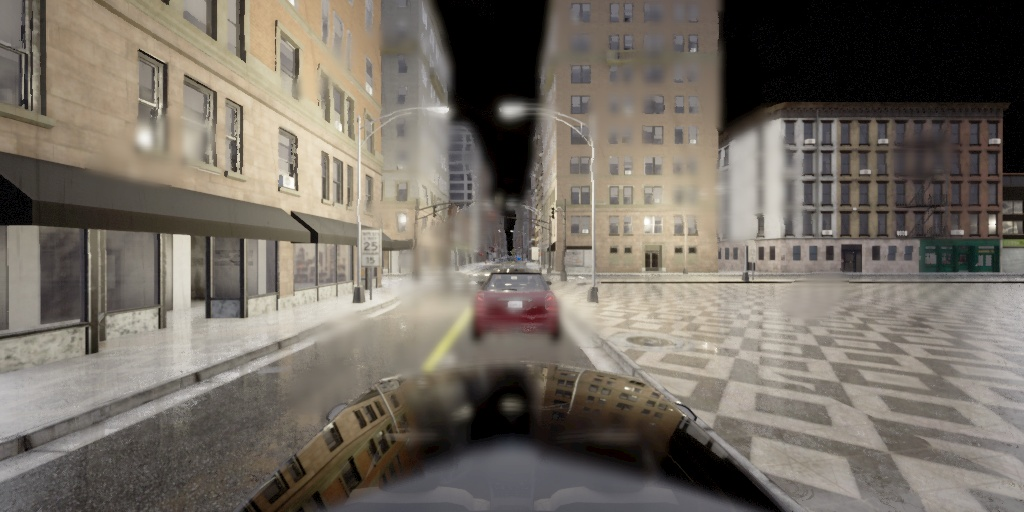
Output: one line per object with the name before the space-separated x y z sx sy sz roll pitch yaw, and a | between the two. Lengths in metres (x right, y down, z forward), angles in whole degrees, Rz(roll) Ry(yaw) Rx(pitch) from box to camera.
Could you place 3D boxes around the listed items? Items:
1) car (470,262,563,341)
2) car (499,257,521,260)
car | 0.102 1.101 9.977 2.097 1.767 4.553 0 0 0
car | 0.051 1.100 19.793 2.097 1.767 4.553 0 0 -1
